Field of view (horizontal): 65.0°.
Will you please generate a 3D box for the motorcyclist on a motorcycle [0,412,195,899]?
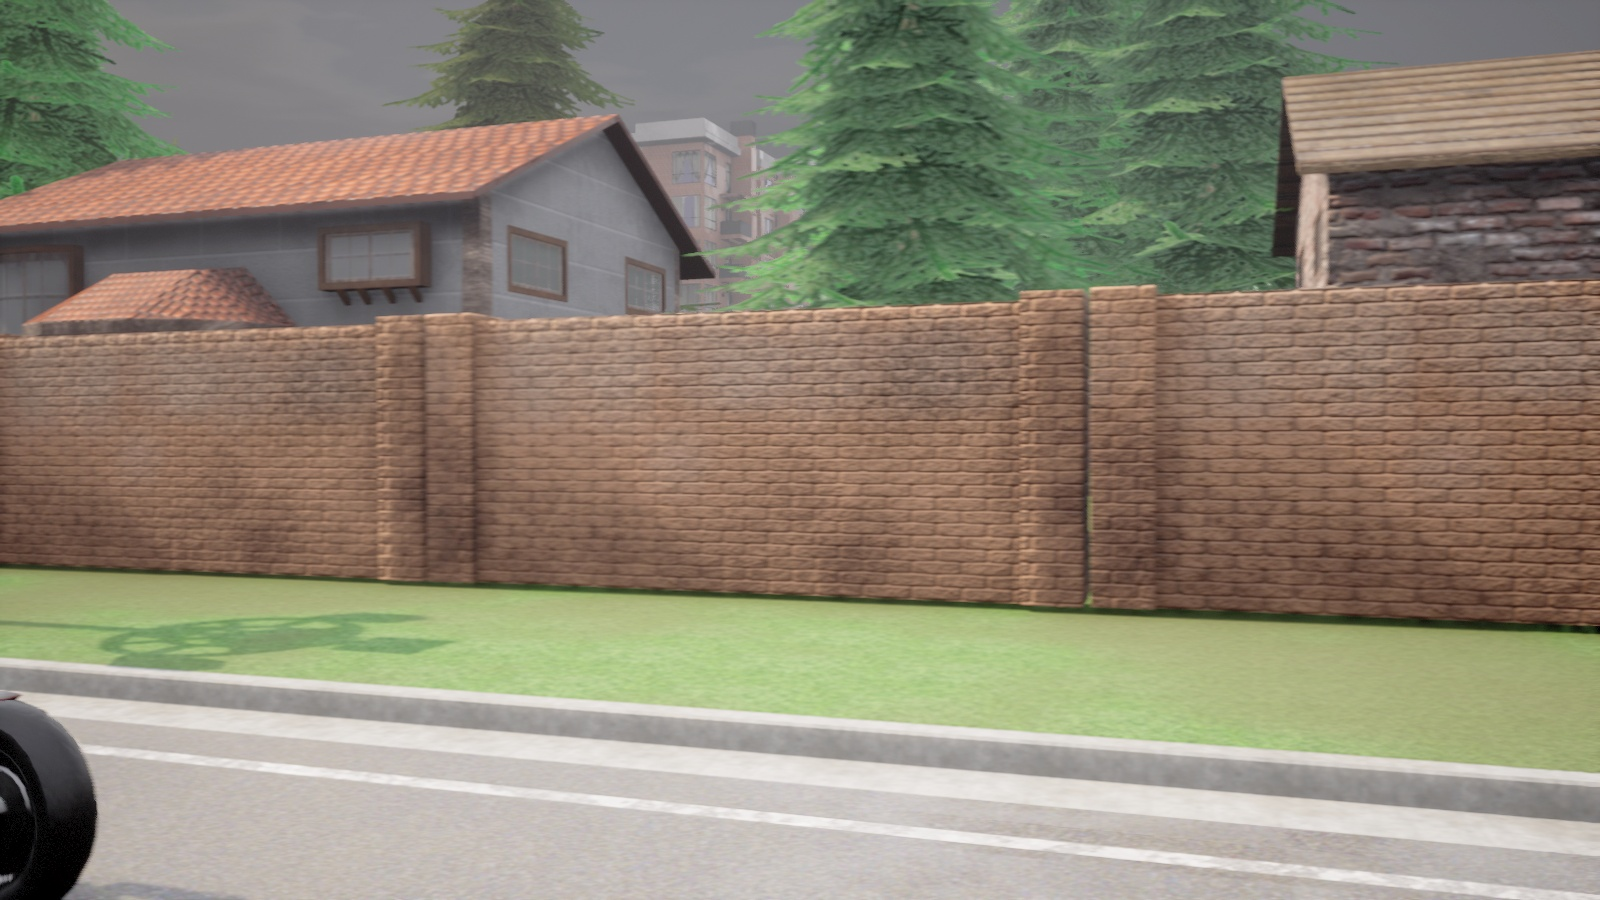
[{"bbox_3d":[-3.301,0.697,4.301,2.350,1.649,0.766,1,1,19],"label":"motorcyclist on a motorcycle"}]
